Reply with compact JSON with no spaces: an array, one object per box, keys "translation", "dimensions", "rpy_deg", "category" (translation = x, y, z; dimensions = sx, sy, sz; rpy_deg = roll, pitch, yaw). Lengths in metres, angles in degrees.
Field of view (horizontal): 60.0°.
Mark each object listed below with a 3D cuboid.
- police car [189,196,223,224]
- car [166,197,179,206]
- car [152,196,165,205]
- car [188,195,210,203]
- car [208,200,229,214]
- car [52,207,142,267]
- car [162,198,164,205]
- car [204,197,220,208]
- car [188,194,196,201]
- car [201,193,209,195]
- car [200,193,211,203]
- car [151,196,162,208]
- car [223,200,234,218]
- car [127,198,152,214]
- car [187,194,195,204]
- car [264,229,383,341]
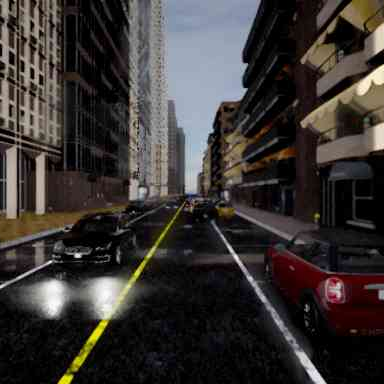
[{"translation":[0.904,1.383,24.261],"dimensions":[1.930,1.638,5.238],"rpy_deg":[0,0,0],"category":"police car"},{"translation":[-3.055,1.467,52.061],"dimensions":[2.033,1.411,5.357],"rpy_deg":[0,0,1],"category":"car"},{"translation":[-5.681,1.440,57.162],"dimensions":[1.752,1.417,4.829],"rpy_deg":[0,0,0],"category":"car"},{"translation":[0.793,1.421,34.153],"dimensions":[1.882,1.535,5.008],"rpy_deg":[0,0,0],"category":"car"},{"translation":[2.696,1.508,34.738],"dimensions":[1.947,1.339,4.313],"rpy_deg":[0,0,0],"category":"car"},{"translation":[-3.099,1.484,11.460],"dimensions":[1.837,1.490,4.892],"rpy_deg":[0,0,0],"category":"car"},{"translation":[-5.682,1.361,51.685],"dimensions":[1.967,1.590,4.097],"rpy_deg":[0,0,0],"category":"car"},{"translation":[2.698,1.478,46.035],"dimensions":[2.008,1.369,4.403],"rpy_deg":[0,0,0],"category":"car"},{"translation":[0.014,1.250,79.689],"dimensions":[1.882,1.535,5.008],"rpy_deg":[0,0,0],"category":"car"},{"translation":[2.699,1.355,57.331],"dimensions":[1.967,1.590,4.097],"rpy_deg":[0,0,0],"category":"car"},{"translation":[2.702,1.218,68.628],"dimensions":[2.192,1.841,5.009],"rpy_deg":[0,0,0],"category":"car"},{"translation":[-5.682,1.478,46.035],"dimensions":[2.008,1.369,4.403],"rpy_deg":[0,0,0],"category":"car"},{"translation":[2.695,1.475,29.258],"dimensions":[1.752,1.417,4.829],"rpy_deg":[0,0,0],"category":"car"},{"translation":[-5.685,1.508,34.738],"dimensions":[1.947,1.339,4.313],"rpy_deg":[0,0,0],"category":"car"},{"translation":[0.011,1.513,59.375],"dimensions":[1.895,1.301,4.718],"rpy_deg":[0,0,0],"category":"car"},{"translation":[2.692,1.428,6.495],"dimensions":[1.967,1.590,4.097],"rpy_deg":[0,0,0],"category":"car"}]
